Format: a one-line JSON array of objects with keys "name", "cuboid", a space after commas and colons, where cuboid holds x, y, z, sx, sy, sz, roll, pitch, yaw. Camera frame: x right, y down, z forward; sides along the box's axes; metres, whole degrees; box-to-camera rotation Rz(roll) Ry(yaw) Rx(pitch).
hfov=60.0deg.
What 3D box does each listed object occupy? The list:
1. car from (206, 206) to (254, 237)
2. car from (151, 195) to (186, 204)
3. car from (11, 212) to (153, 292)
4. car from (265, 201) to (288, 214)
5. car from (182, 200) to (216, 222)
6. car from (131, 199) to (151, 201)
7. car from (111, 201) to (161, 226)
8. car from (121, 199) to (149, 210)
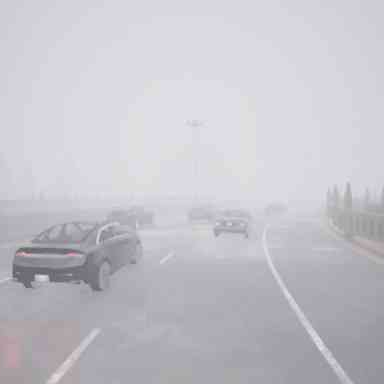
[{"name": "car", "cuboid": [2.418, 1.636, 18.683, 2.033, 1.411, 5.357, 0, 0, 14]}, {"name": "car", "cuboid": [-2.730, 1.451, 44.888, 2.150, 2.045, 5.566, 0, -1, 28]}, {"name": "car", "cuboid": [-2.733, 1.517, 9.038, 2.128, 1.511, 4.902, 0, 0, 6]}, {"name": "car", "cuboid": [9.624, 1.719, 37.956, 1.812, 1.442, 4.674, 0, 0, 27]}, {"name": "car", "cuboid": [1.145, 1.615, 26.717, 2.128, 1.511, 4.902, 0, 0, 18]}, {"name": "car", "cuboid": [-5.762, 1.727, 46.612, 2.128, 1.511, 4.902, 0, -1, 28]}, {"name": "car", "cuboid": [-3.887, 1.590, 21.969, 1.837, 1.490, 4.892, 0, 0, 14]}, {"name": "car", "cuboid": [-8.365, 1.816, 49.147, 1.994, 1.385, 4.181, 0, -1, 28]}]
